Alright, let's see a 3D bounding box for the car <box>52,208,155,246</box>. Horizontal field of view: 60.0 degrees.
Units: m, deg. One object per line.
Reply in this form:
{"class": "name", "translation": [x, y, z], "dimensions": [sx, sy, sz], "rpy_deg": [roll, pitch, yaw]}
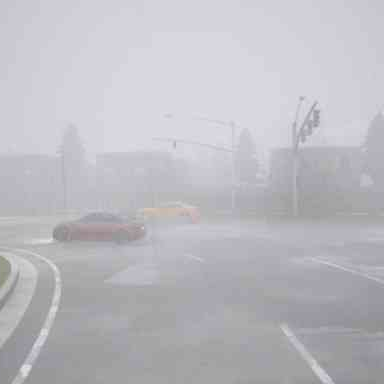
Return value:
{"class": "car", "translation": [-4.120, 1.569, 15.146], "dimensions": [4.181, 1.385, 1.994], "rpy_deg": [0, 0, 12]}

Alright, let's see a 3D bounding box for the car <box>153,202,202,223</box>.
{"class": "car", "translation": [-1.721, 1.487, 25.373], "dimensions": [5.008, 1.535, 1.882], "rpy_deg": [0, 0, 12]}
